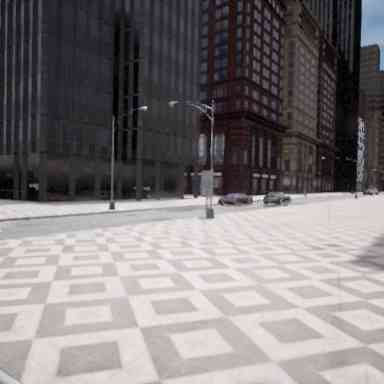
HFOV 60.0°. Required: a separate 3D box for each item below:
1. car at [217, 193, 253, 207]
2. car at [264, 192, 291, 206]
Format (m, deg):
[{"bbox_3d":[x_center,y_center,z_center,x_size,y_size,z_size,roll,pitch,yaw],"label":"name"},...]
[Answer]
[{"bbox_3d":[4.850,0.811,36.661,2.033,1.411,5.357,2,2,36],"label":"car"},{"bbox_3d":[9.964,0.801,38.460,2.128,1.511,4.902,2,2,36],"label":"car"}]
